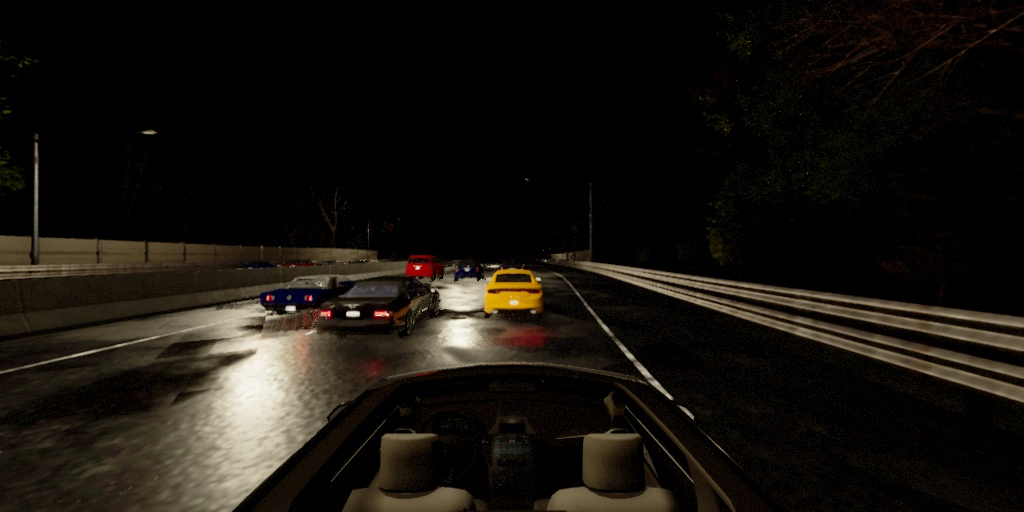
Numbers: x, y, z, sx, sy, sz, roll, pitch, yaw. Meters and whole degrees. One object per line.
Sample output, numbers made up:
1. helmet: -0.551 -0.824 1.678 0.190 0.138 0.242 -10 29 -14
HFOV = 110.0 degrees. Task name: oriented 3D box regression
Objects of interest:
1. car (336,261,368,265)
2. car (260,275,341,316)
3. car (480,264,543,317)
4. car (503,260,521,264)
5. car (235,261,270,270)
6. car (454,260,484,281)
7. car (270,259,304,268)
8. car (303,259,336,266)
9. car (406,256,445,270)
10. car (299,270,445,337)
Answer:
1. car: -17.706 1.294 40.955 1.837 1.490 4.892 0 0 0
2. car: -6.941 1.358 13.465 1.895 1.301 4.718 0 0 0
3. car: 0.059 1.235 13.205 1.882 1.535 5.008 0 0 0
4. car: 0.008 1.127 29.982 2.097 1.767 4.553 0 0 0
5. car: -28.122 1.311 39.381 1.812 1.442 4.674 0 0 -1
6. car: -3.492 1.127 29.973 2.097 1.767 4.553 0 0 0
7. car: -24.702 1.140 40.805 2.097 1.767 4.553 0 0 0
8. car: -21.205 1.281 41.180 2.128 1.511 4.902 0 0 0
9. car: -6.987 0.995 29.222 2.150 2.045 5.566 0 0 0
10. car: -3.437 1.303 10.258 2.033 1.411 5.357 0 0 0
